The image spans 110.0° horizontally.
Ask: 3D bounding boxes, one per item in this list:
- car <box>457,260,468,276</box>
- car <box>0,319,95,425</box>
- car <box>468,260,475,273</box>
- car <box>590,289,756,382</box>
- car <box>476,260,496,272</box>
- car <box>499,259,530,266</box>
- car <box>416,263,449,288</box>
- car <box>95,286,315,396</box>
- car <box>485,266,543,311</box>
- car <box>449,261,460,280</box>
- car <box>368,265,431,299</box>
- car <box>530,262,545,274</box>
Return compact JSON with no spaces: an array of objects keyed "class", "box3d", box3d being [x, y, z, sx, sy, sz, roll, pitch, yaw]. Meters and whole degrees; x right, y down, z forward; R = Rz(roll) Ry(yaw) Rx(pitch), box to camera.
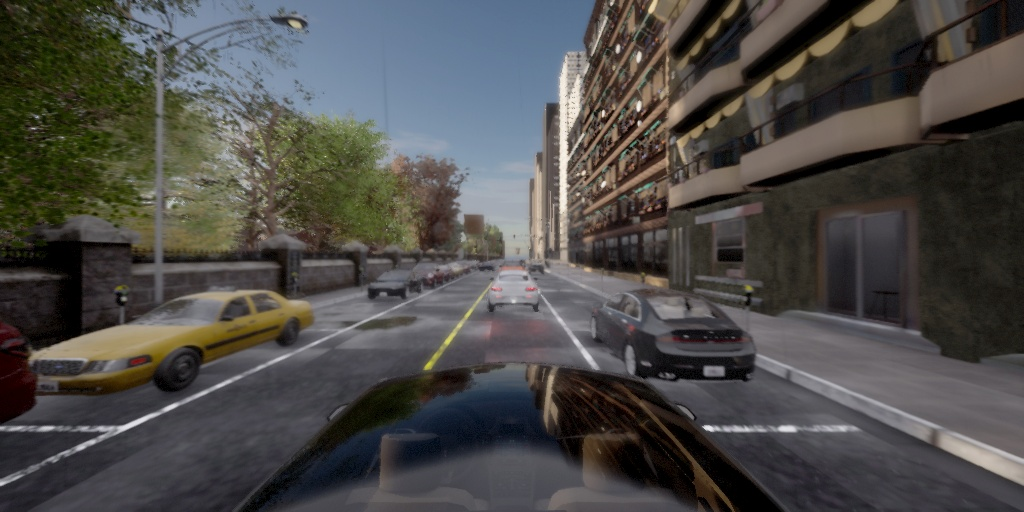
[{"class":"car","box3d":[-5.688,1.276,34.481,1.751,1.417,4.829,0,0,0]},{"class":"car","box3d":[-5.692,1.065,1.419,2.192,1.841,5.009,0,0,0]},{"class":"car","box3d":[-5.687,1.192,40.190,1.967,1.591,4.097,0,0,0]},{"class":"car","box3d":[2.689,1.299,6.959,2.007,1.370,4.403,0,0,0]},{"class":"car","box3d":[-3.087,1.354,45.369,1.895,1.301,4.718,0,0,0]},{"class":"car","box3d":[0.070,1.099,28.313,2.097,1.767,4.553,0,0,0]},{"class":"car","box3d":[-5.689,1.188,23.574,1.967,1.591,4.097,0,0,0]},{"class":"car","box3d":[-5.691,1.275,6.788,1.751,1.417,4.829,0,0,0]},{"class":"car","box3d":[0.074,1.274,14.316,1.812,1.442,4.674,0,0,0]},{"class":"car","box3d":[-5.688,1.331,29.113,1.802,1.307,4.207,0,0,0]},{"class":"car","box3d":[-5.690,1.314,18.035,1.948,1.339,4.313,0,0,0]},{"class":"car","box3d":[2.693,1.302,40.191,2.007,1.370,4.403,0,0,0]}]
